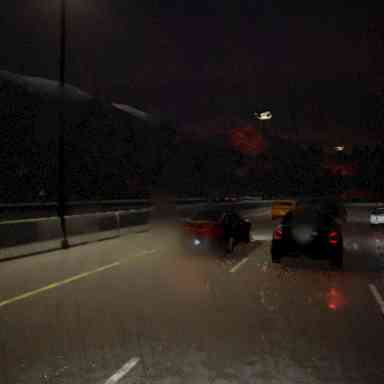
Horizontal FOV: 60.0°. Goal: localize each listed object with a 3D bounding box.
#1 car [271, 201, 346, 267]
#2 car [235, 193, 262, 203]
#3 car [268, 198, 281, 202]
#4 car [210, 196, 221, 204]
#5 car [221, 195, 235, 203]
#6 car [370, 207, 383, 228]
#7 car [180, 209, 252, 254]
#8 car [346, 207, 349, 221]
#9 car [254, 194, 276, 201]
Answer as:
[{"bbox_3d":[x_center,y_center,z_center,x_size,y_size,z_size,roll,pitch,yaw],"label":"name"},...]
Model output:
[{"bbox_3d":[4.201,1.360,11.857,2.097,1.767,4.553,1,0,23],"label":"car"},{"bbox_3d":[10.204,1.156,56.665,2.150,2.045,5.566,1,0,38],"label":"car"},{"bbox_3d":[8.132,1.478,27.909,1.882,1.535,5.008,1,0,29],"label":"car"},{"bbox_3d":[5.191,1.392,61.599,1.812,1.442,4.674,1,0,38],"label":"car"},{"bbox_3d":[7.795,1.253,59.235,2.097,1.767,4.553,1,0,38],"label":"car"},{"bbox_3d":[13.022,1.671,22.305,1.895,1.301,4.718,1,0,29],"label":"car"},{"bbox_3d":[1.136,1.476,13.596,1.837,1.490,4.892,1,1,23],"label":"car"},{"bbox_3d":[10.603,1.542,25.149,1.837,1.490,4.892,1,1,29],"label":"car"},{"bbox_3d":[12.781,1.517,54.301,2.033,1.411,5.357,1,0,38],"label":"car"}]
